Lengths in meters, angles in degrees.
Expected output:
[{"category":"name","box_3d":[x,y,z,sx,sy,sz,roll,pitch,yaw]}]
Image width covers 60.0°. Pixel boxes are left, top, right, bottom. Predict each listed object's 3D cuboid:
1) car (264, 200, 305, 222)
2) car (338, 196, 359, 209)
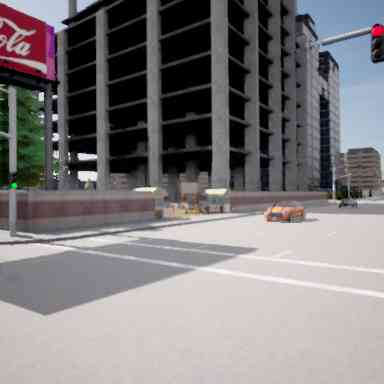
[{"category":"car","box_3d":[7.621,1.467,27.268,2.097,1.767,4.553,-1,-1,36]},{"category":"car","box_3d":[22.505,1.602,47.871,1.994,1.385,4.181,-1,-1,36]}]
